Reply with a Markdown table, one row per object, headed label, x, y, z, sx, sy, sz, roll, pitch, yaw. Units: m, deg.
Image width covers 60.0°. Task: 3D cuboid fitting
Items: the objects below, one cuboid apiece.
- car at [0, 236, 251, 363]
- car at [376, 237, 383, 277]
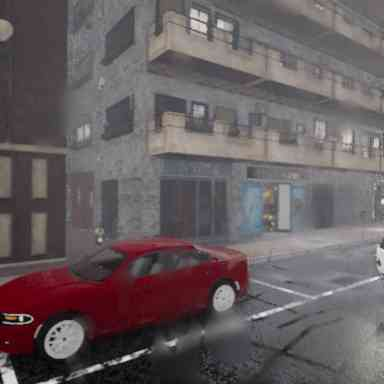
| label | x | y | z | sx | sy | sz | roll | pitch | yaw |
| --- | --- | --- | --- | --- | --- | --- | --- | --- | --- |
| car | -0.959 | 1.526 | 5.859 | 4.507 | 1.381 | 1.887 | -1 | 1 | -35 |
| car | 6.848 | 1.144 | 8.258 | 5.566 | 2.045 | 2.150 | -1 | 0 | -35 |
